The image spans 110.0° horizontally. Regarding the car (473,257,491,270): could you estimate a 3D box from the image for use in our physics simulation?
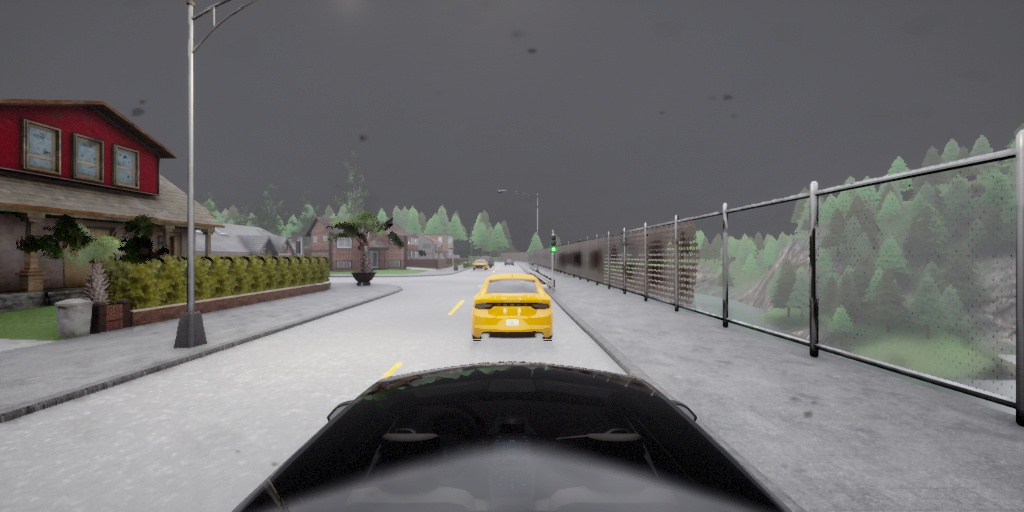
[{"bbox_3d":[-4.497,1.227,51.417,1.882,1.535,5.008,0,0,0],"label":"car"}]

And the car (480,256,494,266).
[{"bbox_3d":[-4.558,0.971,61.361,2.150,2.045,5.566,0,0,0],"label":"car"}]

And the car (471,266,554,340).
[{"bbox_3d":[0.007,1.228,9.964,1.882,1.535,5.008,0,0,0],"label":"car"}]
